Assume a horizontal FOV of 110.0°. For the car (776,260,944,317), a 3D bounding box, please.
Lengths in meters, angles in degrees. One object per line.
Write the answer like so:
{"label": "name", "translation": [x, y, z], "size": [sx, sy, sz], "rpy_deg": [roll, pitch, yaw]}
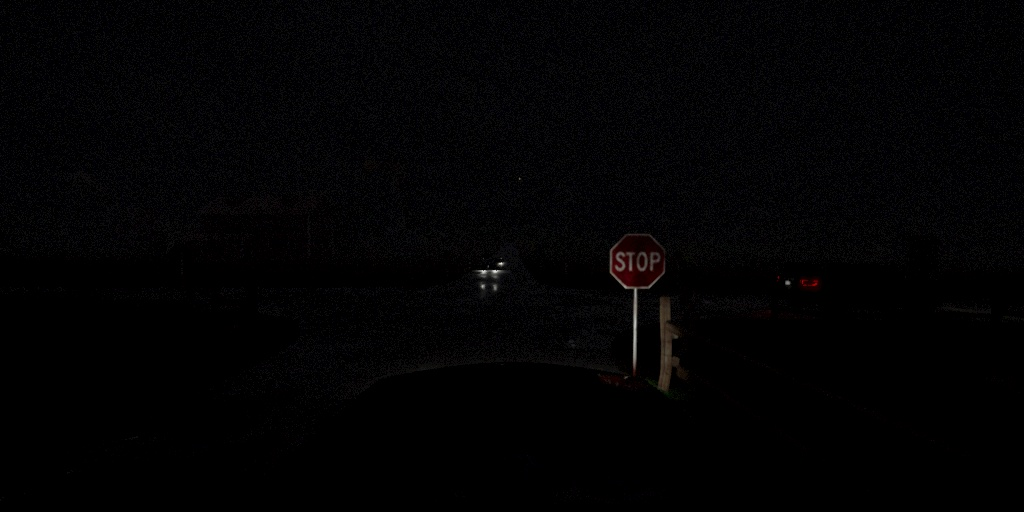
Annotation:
{"label": "car", "translation": [13.962, 1.234, 14.665], "size": [5.566, 2.045, 2.150], "rpy_deg": [1, 2, 0]}

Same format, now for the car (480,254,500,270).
{"label": "car", "translation": [-2.808, 0.933, 45.018], "size": [1.837, 1.490, 4.892], "rpy_deg": [0, 1, 0]}
